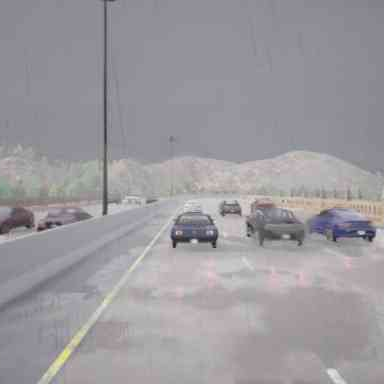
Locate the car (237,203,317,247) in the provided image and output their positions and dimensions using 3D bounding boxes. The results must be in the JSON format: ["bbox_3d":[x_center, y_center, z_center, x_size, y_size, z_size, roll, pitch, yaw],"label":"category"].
[{"bbox_3d":[3.592,1.493,15.109,2.128,1.511,4.902,0,0,0],"label":"car"}]

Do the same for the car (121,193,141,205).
[{"bbox_3d":[-10.572,1.227,59.274,2.150,2.045,5.566,0,0,1],"label":"car"}]

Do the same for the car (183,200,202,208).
[{"bbox_3d":[0.068,1.529,32.932,1.812,1.442,4.674,0,0,0],"label":"car"}]

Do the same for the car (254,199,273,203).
[{"bbox_3d":[7.082,1.482,33.402,1.882,1.535,5.008,0,0,0],"label":"car"}]

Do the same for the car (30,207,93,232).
[{"bbox_3d":[-7.109,1.566,19.001,1.994,1.385,4.181,0,0,0],"label":"car"}]

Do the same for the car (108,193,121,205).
[{"bbox_3d":[-14.067,1.227,59.264,2.150,2.045,5.566,0,0,1],"label":"car"}]

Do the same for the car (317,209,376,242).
[{"bbox_3d":[7.092,1.528,16.223,1.812,1.442,4.674,0,0,0],"label":"car"}]

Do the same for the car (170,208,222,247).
[{"bbox_3d":[0.092,1.603,15.053,1.895,1.301,4.718,0,0,0],"label":"car"}]

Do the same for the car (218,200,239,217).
[{"bbox_3d":[3.582,1.495,31.839,2.128,1.511,4.902,0,0,0],"label":"car"}]

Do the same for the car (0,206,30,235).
[{"bbox_3d":[-10.609,1.527,18.866,1.812,1.442,4.674,0,0,0],"label":"car"}]

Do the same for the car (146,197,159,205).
[{"bbox_3d":[-7.071,1.607,59.328,1.895,1.301,4.718,0,0,1],"label":"car"}]
